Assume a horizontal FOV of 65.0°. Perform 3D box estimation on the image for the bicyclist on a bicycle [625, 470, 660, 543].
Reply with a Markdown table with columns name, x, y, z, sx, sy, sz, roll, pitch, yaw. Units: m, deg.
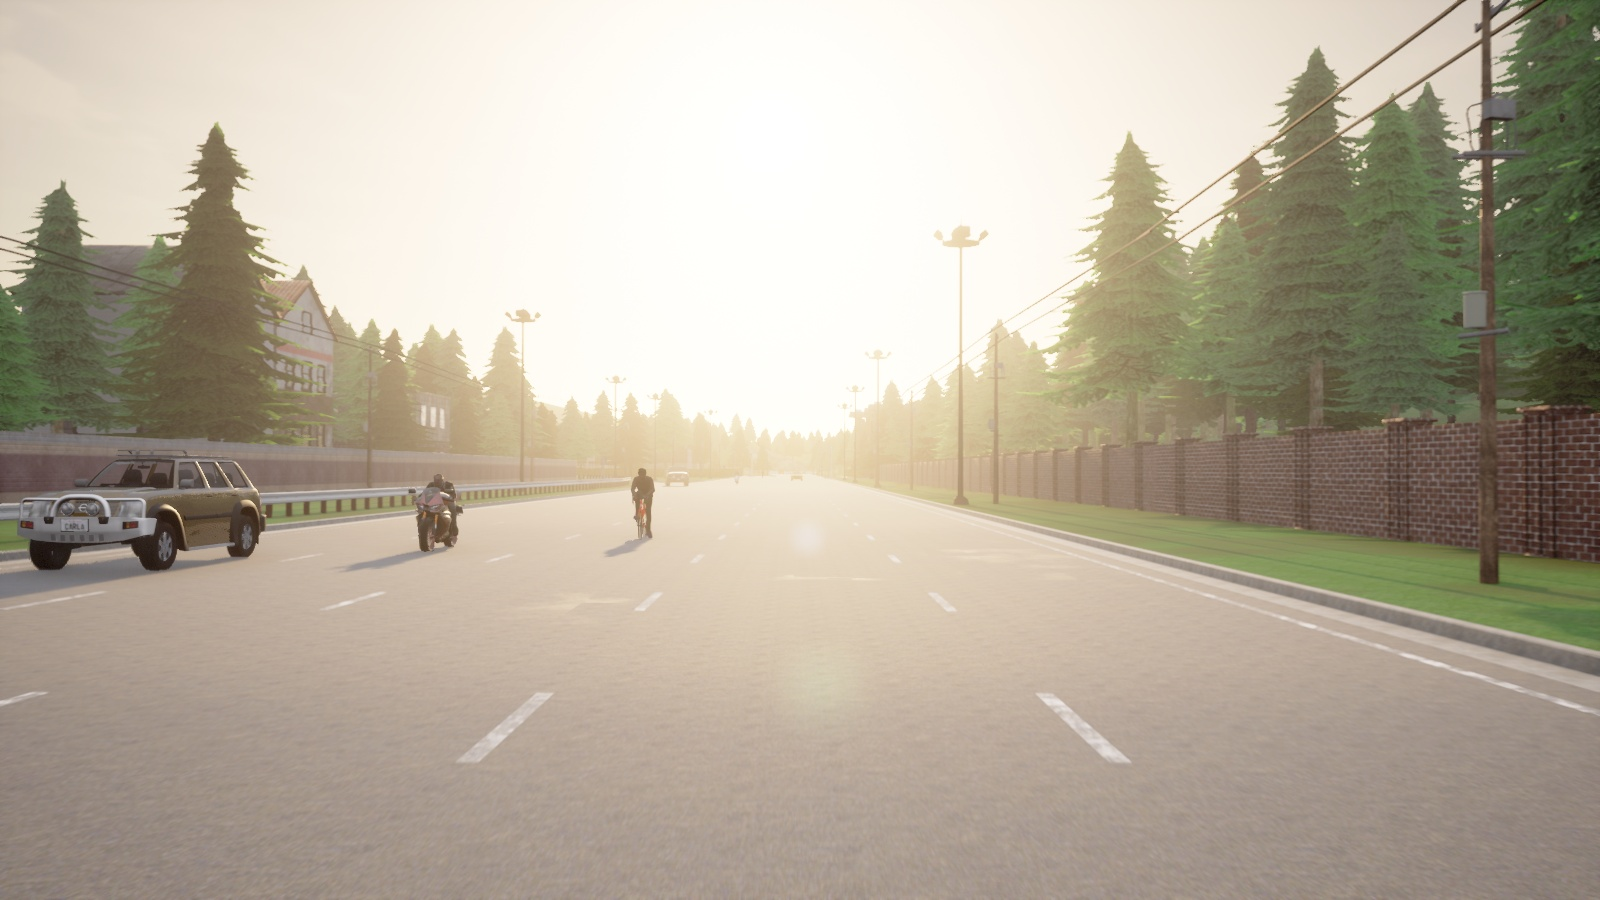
| name | x | y | z | sx | sy | sz | roll | pitch | yaw |
| --- | --- | --- | --- | --- | --- | --- | --- | --- | --- |
| bicyclist on a bicycle | -3.569 | 1.261 | 28.603 | 0.582 | 1.620 | 1.656 | 0 | -1 | 0 |

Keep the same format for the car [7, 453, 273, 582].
| name | x | y | z | sx | sy | sz | roll | pitch | yaw |
| --- | --- | --- | --- | --- | --- | --- | --- | --- | --- |
| car | -10.550 | 1.017 | 20.531 | 1.932 | 1.855 | 4.605 | 0 | -1 | 0 |

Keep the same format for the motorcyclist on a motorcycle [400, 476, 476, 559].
| name | x | y | z | sx | sy | sz | roll | pitch | yaw |
| --- | --- | --- | --- | --- | --- | --- | --- | --- | --- |
| motorcyclist on a motorcycle | -7.059 | 1.290 | 24.599 | 0.866 | 1.530 | 2.191 | 0 | -1 | 0 |
